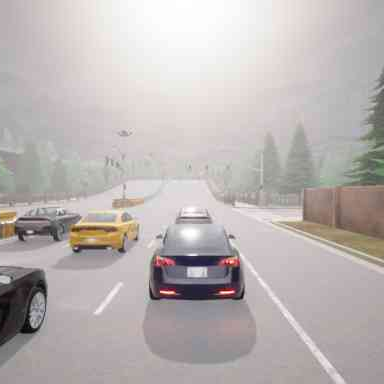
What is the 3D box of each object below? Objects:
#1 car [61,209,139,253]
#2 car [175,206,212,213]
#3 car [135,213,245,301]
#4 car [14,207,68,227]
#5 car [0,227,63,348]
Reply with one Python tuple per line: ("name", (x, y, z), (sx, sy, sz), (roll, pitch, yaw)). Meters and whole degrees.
("car", (-3.407, 1.478, 13.754), (1.882, 1.535, 5.008), (0, 0, 0))
("car", (0.090, 1.492, 17.491), (2.128, 1.511, 4.902), (0, 0, 0))
("car", (0.096, 1.504, 8.400), (2.163, 1.488, 4.792), (0, 0, 0))
("car", (-6.909, 1.491, 16.599), (2.128, 1.511, 4.902), (0, 0, 0))
("car", (-3.400, 1.478, 3.737), (1.882, 1.535, 5.008), (0, 0, 0))
